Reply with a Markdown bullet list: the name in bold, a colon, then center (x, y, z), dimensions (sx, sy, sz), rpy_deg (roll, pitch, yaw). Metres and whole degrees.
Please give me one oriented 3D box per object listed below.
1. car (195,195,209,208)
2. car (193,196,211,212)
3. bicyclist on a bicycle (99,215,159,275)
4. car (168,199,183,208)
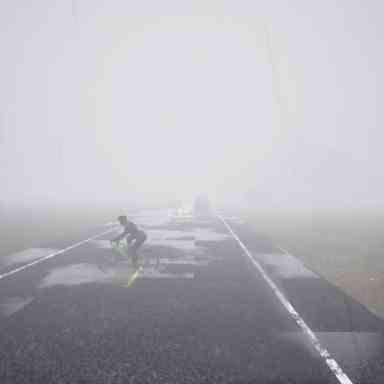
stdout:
- **car**: center (1.488, 1.344, 49.991), dimensions (2.097, 1.767, 4.553), rpy_deg (0, 0, 2)
- **car**: center (1.136, 1.540, 37.973), dimensions (2.033, 1.411, 5.357), rpy_deg (0, 0, 2)
- **bicyclist on a bicycle**: center (-1.718, 1.451, 9.015), dimensions (1.656, 1.620, 0.582), rpy_deg (-1, 0, 2)
- **car**: center (-2.296, 1.593, 46.928), dimensions (1.895, 1.301, 4.718), rpy_deg (0, 0, 2)
